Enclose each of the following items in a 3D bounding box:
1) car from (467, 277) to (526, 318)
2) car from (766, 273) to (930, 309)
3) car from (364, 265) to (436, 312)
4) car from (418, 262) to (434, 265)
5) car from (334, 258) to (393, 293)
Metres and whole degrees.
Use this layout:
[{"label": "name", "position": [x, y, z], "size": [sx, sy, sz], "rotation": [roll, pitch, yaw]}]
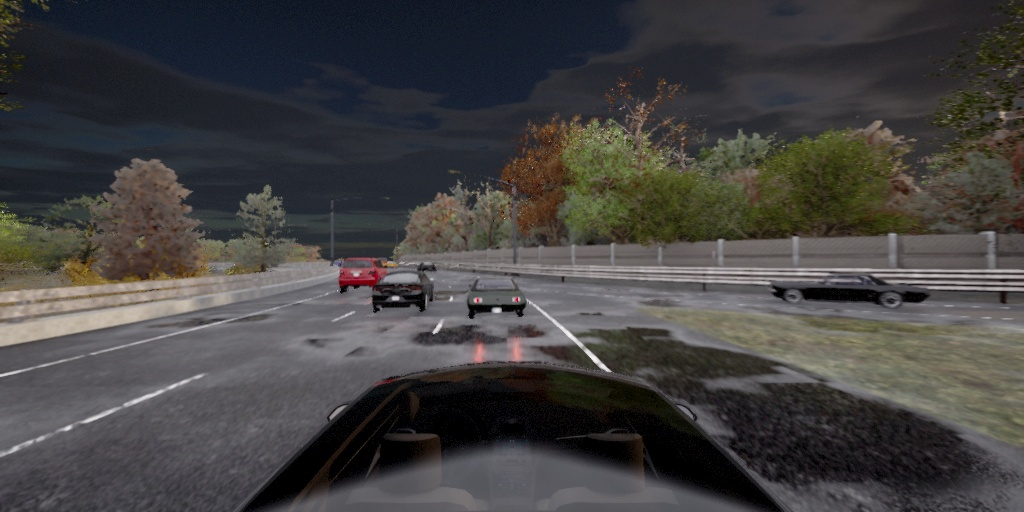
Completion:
[{"label": "car", "position": [-0.693, 1.427, 13.446], "size": [1.895, 1.301, 4.718], "rotation": [0, 0, -6]}, {"label": "car", "position": [13.386, 1.357, 14.781], "size": [4.718, 1.301, 1.895], "rotation": [-1, 0, 31]}, {"label": "car", "position": [-4.349, 1.333, 14.870], "size": [1.882, 1.535, 5.008], "rotation": [0, 0, -7]}, {"label": "car", "position": [-12.617, 1.613, 52.785], "size": [1.882, 1.535, 5.008], "rotation": [0, 0, -26]}, {"label": "car", "position": [-9.211, 1.152, 22.637], "size": [2.150, 2.045, 5.566], "rotation": [0, 0, -11]}]
